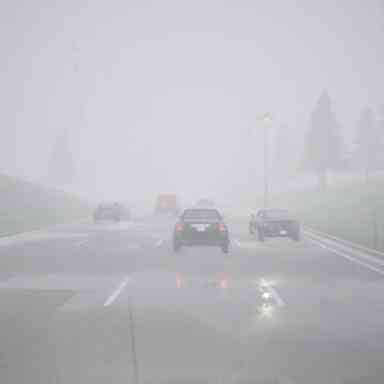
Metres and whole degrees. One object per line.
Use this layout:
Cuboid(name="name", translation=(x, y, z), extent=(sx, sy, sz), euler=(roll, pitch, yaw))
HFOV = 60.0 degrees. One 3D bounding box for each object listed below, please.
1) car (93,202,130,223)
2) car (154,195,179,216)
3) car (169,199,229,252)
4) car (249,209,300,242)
Cuboid(name="car", translation=(-6.106, 1.519, 25.718), extent=(2.128, 1.511, 4.902), euler=(0, 0, 3))
Cuboid(name="car", translation=(-2.251, 1.257, 32.370), extent=(2.150, 2.045, 5.566), euler=(0, 0, 3))
Cuboid(name="car", translation=(0.393, 1.367, 14.227), extent=(2.097, 1.767, 4.553), euler=(0, 0, 2))
Cuboid(name="car", translation=(3.973, 1.544, 16.445), extent=(1.812, 1.442, 4.674), euler=(0, 0, 2))
